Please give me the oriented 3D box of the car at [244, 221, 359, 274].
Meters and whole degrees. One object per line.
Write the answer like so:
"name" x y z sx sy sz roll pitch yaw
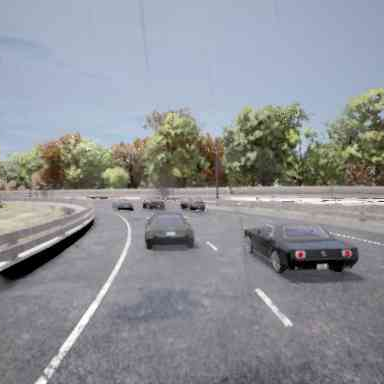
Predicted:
"car" 3.038 1.574 10.493 1.895 1.301 4.718 -1 0 -6

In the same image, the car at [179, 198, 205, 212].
"car" -0.034 1.495 38.862 2.128 1.511 4.902 0 0 -20

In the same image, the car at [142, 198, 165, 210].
"car" -4.902 1.526 41.714 1.882 1.535 5.008 0 0 -23

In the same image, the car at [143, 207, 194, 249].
"car" -1.095 1.575 14.847 1.994 1.385 4.181 0 0 -8

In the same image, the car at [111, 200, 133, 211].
"car" -8.814 1.649 41.875 1.994 1.385 4.181 0 0 -24
